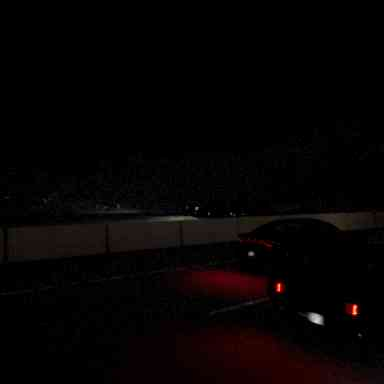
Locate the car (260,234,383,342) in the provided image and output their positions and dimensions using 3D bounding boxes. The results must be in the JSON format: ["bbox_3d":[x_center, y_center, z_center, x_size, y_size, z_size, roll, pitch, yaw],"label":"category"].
[{"bbox_3d":[3.709,1.678,6.389,4.718,1.301,1.895,1,-1,-35],"label":"car"}]

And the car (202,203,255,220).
[{"bbox_3d":[3.552,1.823,32.307,4.902,1.511,2.128,2,-1,-35],"label":"car"}]

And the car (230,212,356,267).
[{"bbox_3d":[3.647,1.587,10.642,5.008,1.535,1.882,1,-1,-35],"label":"car"}]

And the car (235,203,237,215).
[{"bbox_3d":[5.555,1.835,29.437,4.892,1.490,1.837,2,-1,-35],"label":"car"}]
